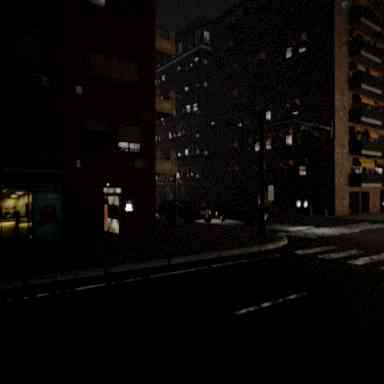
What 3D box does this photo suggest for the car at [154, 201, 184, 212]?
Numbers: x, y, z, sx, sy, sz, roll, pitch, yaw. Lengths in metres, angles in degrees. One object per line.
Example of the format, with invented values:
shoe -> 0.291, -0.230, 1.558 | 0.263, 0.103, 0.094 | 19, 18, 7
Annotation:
car -> -3.256, 1.946, 45.633 | 2.008, 1.369, 4.403 | -1, 0, -36

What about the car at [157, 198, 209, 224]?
car -> -0.367, 1.535, 27.078 | 2.192, 1.841, 5.009 | -1, 0, -36

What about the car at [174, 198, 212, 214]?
car -> 0.033, 1.639, 41.145 | 2.192, 1.841, 5.009 | -1, 0, -36

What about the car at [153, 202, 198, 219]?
car -> -1.730, 1.776, 33.566 | 2.128, 1.511, 4.902 | 0, -1, -36

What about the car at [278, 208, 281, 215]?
car -> 6.629, 1.763, 32.168 | 1.802, 1.307, 4.206 | -1, 0, -36

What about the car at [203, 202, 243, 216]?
car -> 3.334, 1.818, 36.656 | 1.947, 1.339, 4.313 | -1, 0, -36

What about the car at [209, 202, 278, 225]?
car -> 3.857, 1.656, 25.979 | 2.128, 1.511, 4.902 | 0, -1, -35
